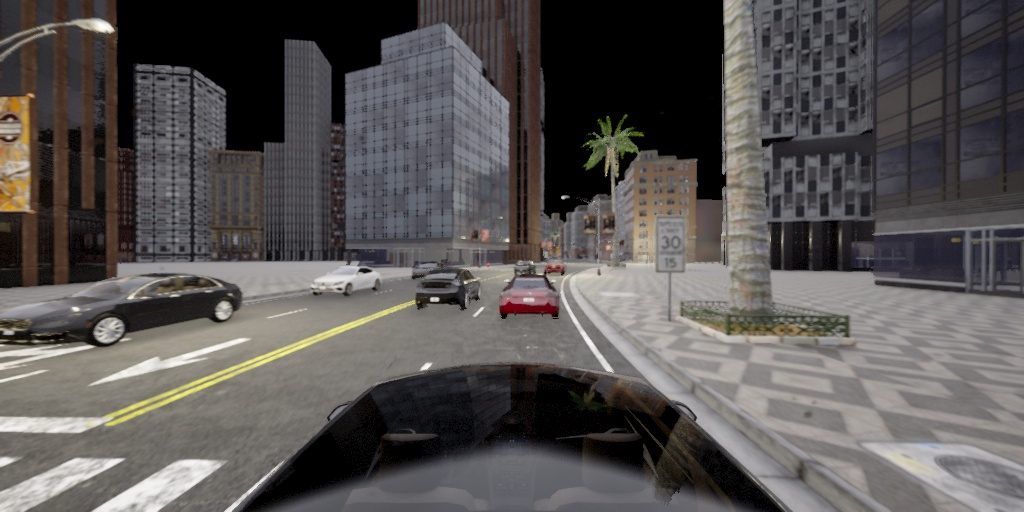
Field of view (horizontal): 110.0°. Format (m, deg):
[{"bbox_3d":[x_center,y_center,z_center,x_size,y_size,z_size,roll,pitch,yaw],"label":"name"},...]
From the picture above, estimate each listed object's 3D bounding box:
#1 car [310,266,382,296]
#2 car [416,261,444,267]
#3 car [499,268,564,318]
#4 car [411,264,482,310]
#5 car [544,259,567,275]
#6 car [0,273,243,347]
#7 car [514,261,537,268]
[{"bbox_3d":[-8.716,1.254,19.346,1.812,1.442,4.674,0,0,7],"label":"car"},{"bbox_3d":[-7.012,1.235,31.047,1.837,1.490,4.892,0,0,11],"label":"car"},{"bbox_3d":[0.669,1.318,13.033,1.994,1.385,4.181,0,0,4],"label":"car"},{"bbox_3d":[-2.457,1.250,14.742,1.837,1.490,4.892,0,0,5],"label":"car"},{"bbox_3d":[4.778,1.124,38.773,2.097,1.767,4.553,0,0,13],"label":"car"},{"bbox_3d":[-9.560,1.232,9.359,1.837,1.490,4.892,0,0,4],"label":"car"},{"bbox_3d":[1.509,1.252,39.103,2.128,1.511,4.902,0,0,13],"label":"car"}]
